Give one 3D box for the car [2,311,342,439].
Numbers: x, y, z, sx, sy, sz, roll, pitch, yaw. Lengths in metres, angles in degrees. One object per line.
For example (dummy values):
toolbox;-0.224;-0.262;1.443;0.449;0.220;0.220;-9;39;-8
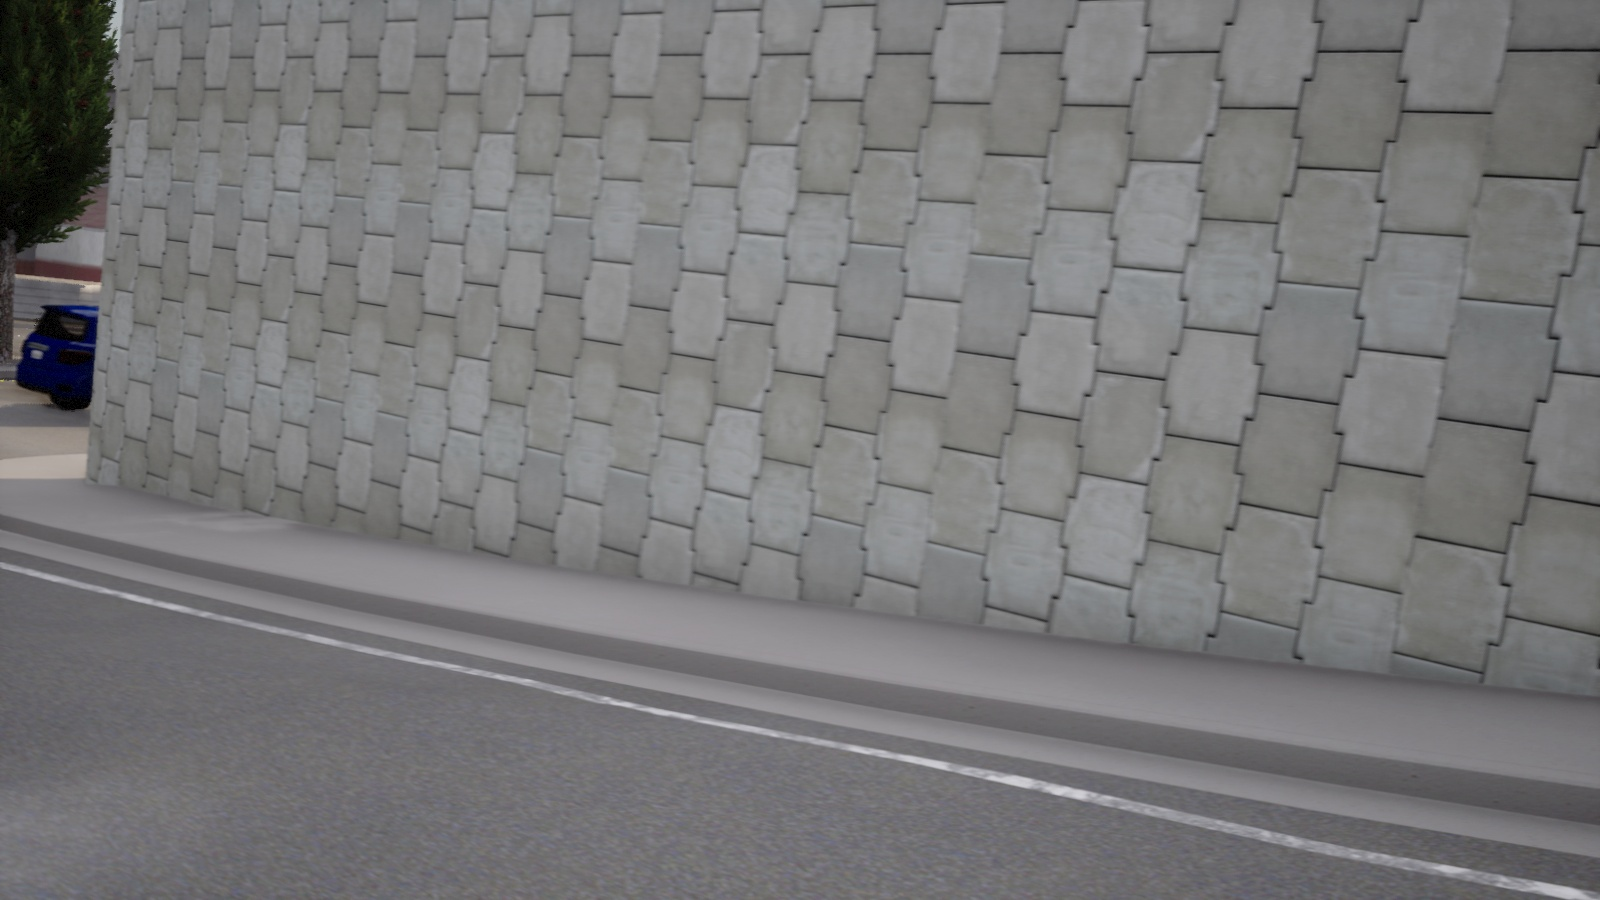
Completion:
car;-12.146;-1.409;24.735;2.150;2.045;5.566;10;7;32
